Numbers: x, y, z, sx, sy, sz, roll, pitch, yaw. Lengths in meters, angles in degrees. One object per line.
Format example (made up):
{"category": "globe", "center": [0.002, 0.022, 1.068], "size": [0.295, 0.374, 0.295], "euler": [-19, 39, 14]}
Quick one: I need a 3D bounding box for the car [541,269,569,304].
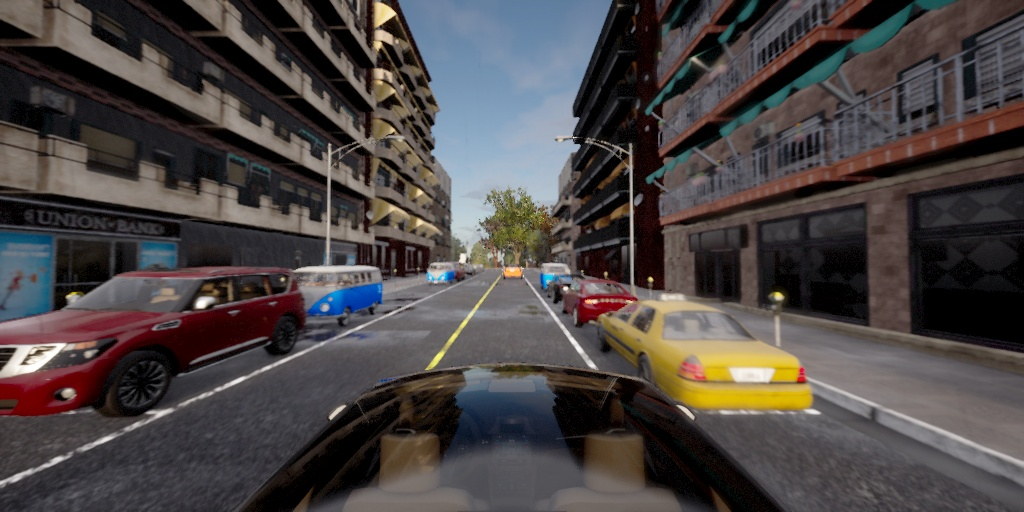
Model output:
{"category": "car", "center": [2.700, 1.518, 17.498], "size": [1.948, 1.339, 4.313], "euler": [0, 0, 0]}

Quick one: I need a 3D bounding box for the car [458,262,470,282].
{"category": "car", "center": [-5.688, 1.488, 34.519], "size": [2.192, 1.841, 5.009], "euler": [0, 0, 0]}

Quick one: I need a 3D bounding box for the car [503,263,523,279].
{"category": "car", "center": [0.102, 1.599, 40.165], "size": [2.097, 1.767, 4.553], "euler": [0, -1, 0]}

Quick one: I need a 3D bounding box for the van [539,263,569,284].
{"category": "van", "center": [2.679, 1.366, 23.158], "size": [1.690, 1.789, 3.998], "euler": [0, 0, 0]}

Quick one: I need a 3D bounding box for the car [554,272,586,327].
{"category": "car", "center": [2.696, 1.425, 11.836], "size": [1.888, 1.381, 4.507], "euler": [0, 0, 0]}

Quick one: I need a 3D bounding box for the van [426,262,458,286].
{"category": "van", "center": [-5.688, 1.440, 28.858], "size": [1.690, 1.789, 3.998], "euler": [0, 0, 0]}

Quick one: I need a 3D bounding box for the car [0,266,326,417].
{"category": "car", "center": [-5.689, 1.123, 6.214], "size": [2.192, 1.841, 5.009], "euler": [0, 0, 0]}

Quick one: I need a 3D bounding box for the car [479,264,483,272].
{"category": "car", "center": [-5.687, 1.949, 51.503], "size": [2.007, 1.370, 4.403], "euler": [0, 0, 0]}

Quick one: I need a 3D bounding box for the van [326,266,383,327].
{"category": "van", "center": [-5.689, 1.221, 11.875], "size": [1.690, 1.789, 3.998], "euler": [0, 0, 0]}

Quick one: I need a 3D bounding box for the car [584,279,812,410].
{"category": "car", "center": [2.693, 1.333, 6.345], "size": [1.751, 1.417, 4.829], "euler": [0, 0, 0]}

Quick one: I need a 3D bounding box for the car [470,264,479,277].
{"category": "car", "center": [-5.687, 1.889, 45.842], "size": [1.948, 1.339, 4.313], "euler": [0, 0, 0]}
